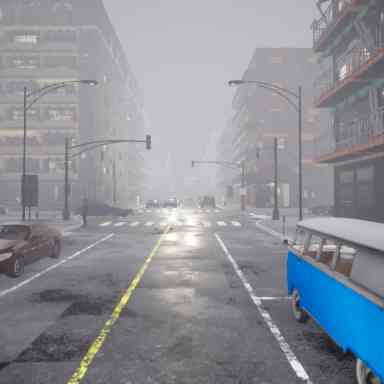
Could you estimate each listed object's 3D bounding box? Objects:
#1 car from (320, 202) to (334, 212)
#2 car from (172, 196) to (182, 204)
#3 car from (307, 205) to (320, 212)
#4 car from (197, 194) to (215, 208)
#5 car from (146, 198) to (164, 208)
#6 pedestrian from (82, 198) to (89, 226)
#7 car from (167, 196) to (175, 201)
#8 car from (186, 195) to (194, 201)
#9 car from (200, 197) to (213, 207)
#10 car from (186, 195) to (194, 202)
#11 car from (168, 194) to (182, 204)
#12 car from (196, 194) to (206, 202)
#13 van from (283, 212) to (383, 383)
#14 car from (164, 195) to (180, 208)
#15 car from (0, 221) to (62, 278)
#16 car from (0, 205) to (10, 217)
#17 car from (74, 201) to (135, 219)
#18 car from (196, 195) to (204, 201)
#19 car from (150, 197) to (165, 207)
[{"bbox_3d":[13.591,1.452,28.077,4.403,1.369,2.008,0,-1,0],"label":"car"},{"bbox_3d":[-3.136,1.602,68.545,1.812,1.442,4.674,0,0,0],"label":"car"},{"bbox_3d":[14.172,1.617,33.493,4.718,1.301,1.895,0,-1,-3],"label":"car"},{"bbox_3d":[2.320,1.353,48.297,2.192,1.841,5.009,1,0,0],"label":"car"},{"bbox_3d":[-5.565,1.604,48.207,1.947,1.339,4.313,1,0,0],"label":"car"},{"bbox_3d":[-7.036,1.310,21.879,0.375,1.860,0.375,1,-1,0],"label":"pedestrian"},{"bbox_3d":[-5.813,1.718,92.531,1.752,1.417,4.829,1,0,0],"label":"car"},{"bbox_3d":[-0.486,1.538,88.291,2.033,1.411,5.357,0,0,0],"label":"car"},{"bbox_3d":[2.284,1.569,54.026,1.752,1.417,4.829,1,0,0],"label":"car"},{"bbox_3d":[-0.431,1.658,78.282,1.994,1.385,4.181,0,0,0],"label":"car"},{"bbox_3d":[-3.148,1.576,58.343,1.812,1.442,4.674,0,0,0],"label":"car"},{"bbox_3d":[2.131,1.444,81.655,2.192,1.841,5.009,1,0,0],"label":"car"},{"bbox_3d":[2.529,1.343,4.585,1.690,1.788,3.998,1,0,0],"label":"van"},{"bbox_3d":[-3.110,1.602,48.453,1.994,1.385,4.181,0,0,-1],"label":"car"},{"bbox_3d":[-5.354,1.588,10.127,1.802,1.307,4.206,1,0,0],"label":"car"},{"bbox_3d":[-19.282,1.541,30.442,4.902,1.511,2.128,0,-1,0],"label":"car"},{"bbox_3d":[-7.692,1.533,29.035,5.357,1.411,2.033,-1,-1,22],"label":"car"},{"bbox_3d":[2.098,1.601,87.218,1.967,1.590,4.097,1,0,0],"label":"car"},{"bbox_3d":[-5.595,1.610,53.768,1.947,1.339,4.313,1,0,0],"label":"car"}]
